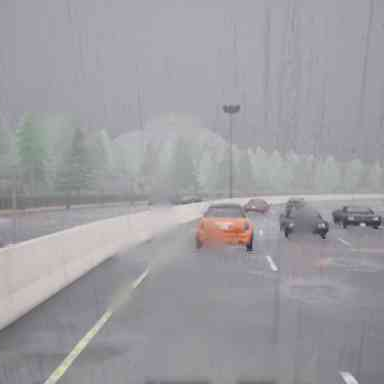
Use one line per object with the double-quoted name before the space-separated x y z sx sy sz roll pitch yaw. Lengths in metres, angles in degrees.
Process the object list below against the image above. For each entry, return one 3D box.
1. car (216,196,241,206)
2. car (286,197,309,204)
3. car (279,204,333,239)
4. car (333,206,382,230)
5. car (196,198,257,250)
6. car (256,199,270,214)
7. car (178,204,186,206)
"car" 5.188 1.255 47.187 1.895 1.301 4.718 0 0 29
"car" 10.697 1.276 33.820 1.837 1.490 4.892 0 0 22
"car" 5.487 1.487 16.845 1.895 1.301 4.718 0 0 11
"car" 9.845 1.473 20.278 1.895 1.301 4.718 0 0 14
"car" 1.466 1.249 13.967 2.097 1.767 4.553 0 0 9
"car" 6.386 1.334 32.389 1.994 1.385 4.181 0 0 21
"car" -0.383 1.142 43.818 1.882 1.535 5.008 0 1 26
